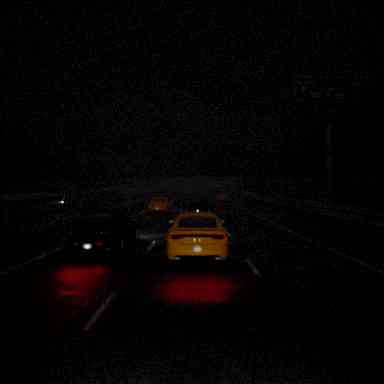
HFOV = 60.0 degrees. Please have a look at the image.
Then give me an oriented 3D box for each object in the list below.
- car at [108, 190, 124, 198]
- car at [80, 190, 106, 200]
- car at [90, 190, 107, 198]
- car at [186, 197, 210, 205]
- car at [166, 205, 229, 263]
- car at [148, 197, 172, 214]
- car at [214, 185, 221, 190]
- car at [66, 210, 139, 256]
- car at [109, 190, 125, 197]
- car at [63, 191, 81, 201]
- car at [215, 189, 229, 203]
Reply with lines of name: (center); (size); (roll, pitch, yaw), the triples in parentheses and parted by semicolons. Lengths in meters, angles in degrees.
car: (-15.503, 0.307, 67.850); (1.837, 1.490, 4.892); (0, 2, 3)
car: (-16.187, 0.799, 55.565); (2.033, 1.411, 5.357); (0, 2, 3)
car: (-19.020, 0.324, 67.645); (1.837, 1.490, 4.892); (0, 2, 3)
car: (0.522, 1.262, 29.949); (1.837, 1.490, 4.892); (0, 1, 1)
car: (0.182, 1.441, 11.831); (1.882, 1.535, 5.008); (0, 0, 1)
car: (-2.942, 1.211, 31.317); (1.882, 1.535, 5.008); (0, 1, 2)
car: (6.783, -0.411, 86.513); (2.033, 1.411, 5.357); (0, 3, 4)
car: (-3.304, 1.459, 13.002); (1.837, 1.490, 4.892); (0, 0, 1)
car: (-12.643, 0.826, 56.499); (1.895, 1.301, 4.718); (0, 2, 3)
car: (-19.696, 0.609, 55.455); (2.097, 1.767, 4.553); (0, 2, 3)
car: (4.686, 0.755, 52.089); (1.882, 1.535, 5.008); (0, 1, 2)
